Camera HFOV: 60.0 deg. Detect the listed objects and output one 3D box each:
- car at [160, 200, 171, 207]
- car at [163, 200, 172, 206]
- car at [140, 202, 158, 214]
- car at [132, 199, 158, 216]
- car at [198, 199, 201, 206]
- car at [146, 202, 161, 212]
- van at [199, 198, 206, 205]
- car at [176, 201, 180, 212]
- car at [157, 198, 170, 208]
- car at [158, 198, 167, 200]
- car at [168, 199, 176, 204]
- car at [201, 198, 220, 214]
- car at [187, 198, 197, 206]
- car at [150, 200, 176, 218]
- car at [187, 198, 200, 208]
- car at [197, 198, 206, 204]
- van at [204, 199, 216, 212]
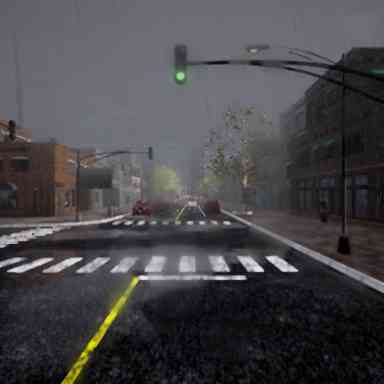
[{"bbox_3d":[-5.717,2.507,72.323,1.947,1.339,4.313,-1,-1,0],"label":"car"},{"bbox_3d":[-5.719,2.557,77.867,1.887,1.381,4.507,-1,-1,0],"label":"car"},{"bbox_3d":[-5.708,2.127,44.605,1.887,1.381,4.507,-1,-1,0],"label":"car"},{"bbox_3d":[-5.708,1.825,39.065,2.192,1.841,5.009,-1,-1,0],"label":"car"},{"bbox_3d":[2.667,2.348,61.239,2.008,1.369,4.403,-1,-1,0],"label":"car"},{"bbox_3d":[-5.710,2.236,50.149,1.802,1.307,4.206,-1,-1,0],"label":"car"},{"bbox_3d":[2.657,2.425,83.416,1.690,1.788,3.998,-1,-1,0],"label":"van"},{"bbox_3d":[-3.114,2.206,46.372,1.895,1.301,4.718,0,-1,0],"label":"car"},{"bbox_3d":[-5.718,2.184,66.783,2.192,1.841,5.009,-1,-1,0],"label":"car"},{"bbox_3d":[-5.717,2.113,61.239,2.192,1.841,5.009,-1,-1,0],"label":"car"},{"bbox_3d":[-5.725,2.793,94.497,1.947,1.339,4.313,-1,-1,0],"label":"car"},{"bbox_3d":[2.670,1.897,44.611,2.192,1.841,5.009,-1,-1,0],"label":"car"},{"bbox_3d":[-0.026,2.356,76.928,2.097,1.767,4.553,0,-1,0],"label":"car"},{"bbox_3d":[-3.112,1.957,36.694,1.882,1.535,5.008,0,-1,0],"label":"car"},{"bbox_3d":[0.074,2.395,66.789,1.812,1.442,4.674,0,-1,0],"label":"car"},{"bbox_3d":[2.653,2.542,94.503,2.192,1.841,5.009,-1,-1,0],"label":"car"},{"bbox_3d":[2.669,1.995,50.154,1.690,1.788,3.998,-1,-1,0],"label":"van"}]
